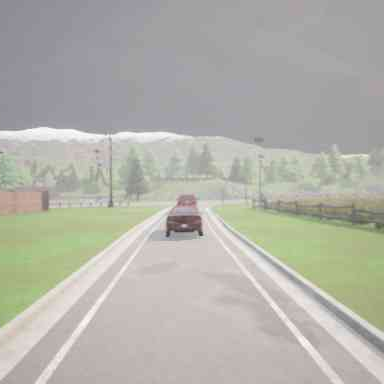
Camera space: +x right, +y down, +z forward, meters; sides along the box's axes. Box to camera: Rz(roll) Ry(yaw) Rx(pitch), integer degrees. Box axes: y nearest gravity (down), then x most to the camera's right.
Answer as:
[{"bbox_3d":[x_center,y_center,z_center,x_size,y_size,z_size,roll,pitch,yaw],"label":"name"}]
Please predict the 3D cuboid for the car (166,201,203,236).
[{"bbox_3d":[-0.411,1.479,18.456,1.882,1.535,5.008,-1,0,-1],"label":"car"}]

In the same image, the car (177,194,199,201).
[{"bbox_3d":[-0.487,1.222,36.226,2.150,2.045,5.566,-1,0,0],"label":"car"}]
